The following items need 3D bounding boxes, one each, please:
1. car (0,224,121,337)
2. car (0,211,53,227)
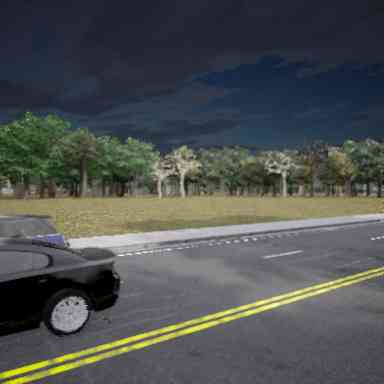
[{"bbox_3d":[-3.606,1.478,5.106,5.008,1.535,1.882,0,0,-36],"label":"car"},{"bbox_3d":[-5.302,1.352,7.887,4.553,1.767,2.097,0,0,-36],"label":"car"}]
